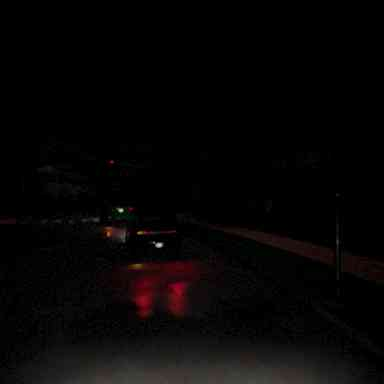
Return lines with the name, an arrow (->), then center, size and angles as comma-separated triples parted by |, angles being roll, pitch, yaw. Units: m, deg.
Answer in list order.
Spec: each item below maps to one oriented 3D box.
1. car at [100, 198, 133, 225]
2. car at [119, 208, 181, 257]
car -> -6.282, 1.506, 27.419 | 2.150, 2.045, 5.566 | 0, 0, -21
car -> -1.733, 1.635, 13.813 | 2.128, 1.511, 4.902 | 0, 0, -15
